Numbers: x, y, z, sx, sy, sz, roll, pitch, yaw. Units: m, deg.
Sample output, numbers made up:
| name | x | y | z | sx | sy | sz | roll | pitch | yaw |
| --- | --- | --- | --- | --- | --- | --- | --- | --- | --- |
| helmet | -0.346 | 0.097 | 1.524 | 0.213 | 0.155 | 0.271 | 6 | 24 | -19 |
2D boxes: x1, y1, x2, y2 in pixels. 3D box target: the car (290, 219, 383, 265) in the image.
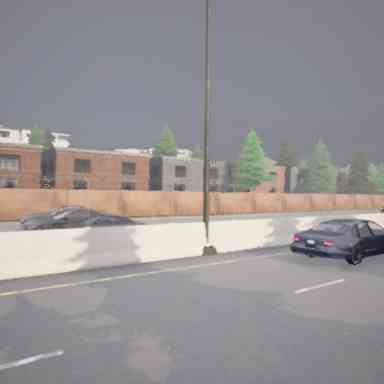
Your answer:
| name | x | y | z | sx | sy | sz | roll | pitch | yaw |
| --- | --- | --- | --- | --- | --- | --- | --- | --- | --- |
| car | 5.918 | 1.705 | 12.270 | 5.357 | 1.411 | 2.033 | 1 | -1 | -35 |

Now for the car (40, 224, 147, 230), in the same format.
| name | x | y | z | sx | sy | sz | roll | pitch | yaw |
| --- | --- | --- | --- | --- | --- | --- | --- | --- | --- |
| car | -3.897 | 1.629 | 14.111 | 4.181 | 1.385 | 1.994 | 1 | -1 | -36 |
